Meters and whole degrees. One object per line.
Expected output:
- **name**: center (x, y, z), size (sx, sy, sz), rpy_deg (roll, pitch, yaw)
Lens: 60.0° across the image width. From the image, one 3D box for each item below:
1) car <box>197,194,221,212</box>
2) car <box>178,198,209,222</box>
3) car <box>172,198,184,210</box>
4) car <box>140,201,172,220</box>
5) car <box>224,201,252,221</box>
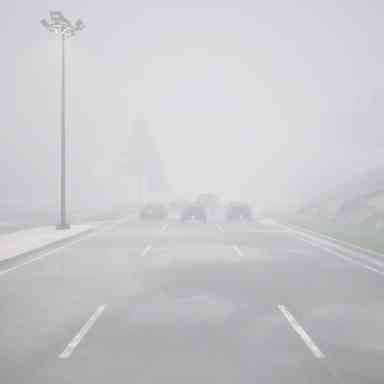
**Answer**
- **car**: center (1.982, 1.222, 39.404), size (2.150, 2.045, 5.566), rpy_deg (0, 0, 15)
- **car**: center (0.189, 1.506, 26.029), size (1.837, 1.490, 4.892), rpy_deg (0, 0, 2)
- **car**: center (-1.305, 1.478, 40.448), size (1.882, 1.535, 5.008), rpy_deg (0, 0, 14)
- **car**: center (-3.194, 1.564, 28.566), size (1.994, 1.385, 4.181), rpy_deg (0, 0, 3)
- **car**: center (3.732, 1.506, 27.121), size (1.837, 1.490, 4.892), rpy_deg (0, 0, 2)
